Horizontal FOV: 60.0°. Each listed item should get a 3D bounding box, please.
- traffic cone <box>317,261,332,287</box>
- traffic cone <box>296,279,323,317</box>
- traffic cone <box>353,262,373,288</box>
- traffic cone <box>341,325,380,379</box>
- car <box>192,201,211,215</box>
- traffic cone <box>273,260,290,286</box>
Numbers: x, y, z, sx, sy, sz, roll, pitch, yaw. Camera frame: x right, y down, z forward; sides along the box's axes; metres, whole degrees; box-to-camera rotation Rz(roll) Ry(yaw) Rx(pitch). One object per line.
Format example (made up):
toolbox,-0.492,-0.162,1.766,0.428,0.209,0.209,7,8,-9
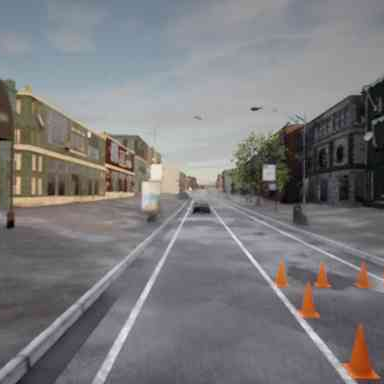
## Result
traffic cone,3.209,1.996,8.192,0.340,0.580,0.340,1,0,1
traffic cone,2.170,1.984,6.211,0.340,0.580,0.340,1,0,1
traffic cone,4.208,2.008,8.172,0.340,0.580,0.340,1,0,1
traffic cone,2.132,1.982,4.212,0.340,0.580,0.340,1,0,1
car,0.997,1.595,34.572,1.895,1.301,4.718,1,0,1
traffic cone,2.209,1.985,8.211,0.340,0.580,0.340,1,0,1
